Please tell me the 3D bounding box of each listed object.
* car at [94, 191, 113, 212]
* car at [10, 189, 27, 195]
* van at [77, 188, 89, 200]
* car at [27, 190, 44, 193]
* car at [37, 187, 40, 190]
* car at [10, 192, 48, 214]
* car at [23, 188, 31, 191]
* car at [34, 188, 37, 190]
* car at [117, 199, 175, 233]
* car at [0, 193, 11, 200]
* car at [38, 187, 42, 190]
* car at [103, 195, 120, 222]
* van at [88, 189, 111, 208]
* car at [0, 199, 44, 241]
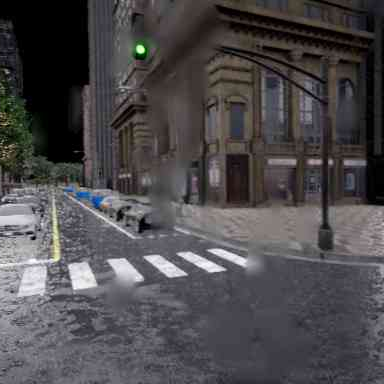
[{"bbox_3d":[-6.474,0.940,26.732,1.752,1.417,4.829,-2,2,-23],"label":"car"},{"bbox_3d":[-20.570,0.790,38.287,1.967,1.590,4.097,-2,2,-23],"label":"car"},{"bbox_3d":[-16.900,0.290,51.556,1.690,1.788,3.998,-2,2,-23],"label":"van"},{"bbox_3d":[-18.656,0.804,40.722,2.033,1.411,5.357,-2,2,-22],"label":"car"},{"bbox_3d":[-35.252,0.259,73.271,1.802,1.307,4.206,-2,2,-23],"label":"car"},{"bbox_3d":[-11.891,1.062,24.518,1.837,1.490,4.892,-2,2,-22],"label":"car"},{"bbox_3d":[-22.671,0.570,43.281,2.192,1.841,5.009,-2,2,-23],"label":"car"},{"bbox_3d":[-28.963,0.284,58.272,2.192,1.841,5.009,-2,2,-23],"label":"car"},{"bbox_3d":[-2.212,1.166,16.582,1.947,1.339,4.313,-2,2,-23],"label":"car"},{"bbox_3d":[-14.277,1.068,23.295,1.967,1.590,4.097,-2,2,-23],"label":"car"},{"bbox_3d":[-39.450,-0.082,83.260,1.967,1.590,4.097,-2,2,-23],"label":"car"},{"bbox_3d":[-4.310,1.075,21.579,1.947,1.339,4.313,-2,2,-23],"label":"car"},{"bbox_3d":[-8.509,0.666,31.567,1.690,1.788,3.998,-2,2,-23],"label":"van"},{"bbox_3d":[-7.812,1.262,14.787,1.812,1.442,4.674,-2,2,-21],"label":"car"}]
